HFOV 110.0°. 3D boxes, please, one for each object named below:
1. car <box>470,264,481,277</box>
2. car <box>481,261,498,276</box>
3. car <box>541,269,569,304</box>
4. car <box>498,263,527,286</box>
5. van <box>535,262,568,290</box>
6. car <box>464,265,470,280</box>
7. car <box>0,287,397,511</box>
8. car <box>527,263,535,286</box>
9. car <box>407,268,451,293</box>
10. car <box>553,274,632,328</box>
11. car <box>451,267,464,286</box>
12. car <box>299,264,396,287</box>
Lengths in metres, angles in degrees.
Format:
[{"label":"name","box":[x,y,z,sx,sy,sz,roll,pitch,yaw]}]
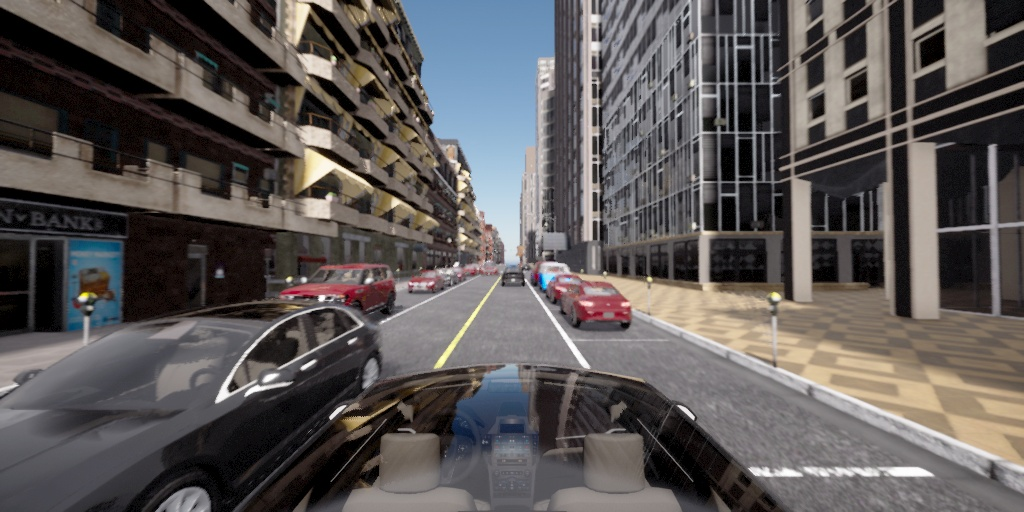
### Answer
[{"label":"car","box":[-5.306,1.808,44.811,1.888,1.381,4.507,0,0,0]},{"label":"car","box":[-2.818,1.627,45.843,2.097,1.767,4.553,0,-1,0]},{"label":"car","box":[2.569,1.509,17.144,1.802,1.307,4.207,0,0,0]},{"label":"car","box":[0.098,1.573,28.962,1.837,1.490,4.892,0,-1,0]},{"label":"van","box":[2.570,1.333,22.677,1.690,1.789,3.998,0,0,0]},{"label":"car","box":[-5.308,1.708,33.740,1.802,1.307,4.207,0,0,0]},{"label":"car","box":[-2.847,1.276,3.552,1.837,1.490,4.892,0,-1,0]},{"label":"car","box":[2.571,1.373,28.212,2.192,1.841,5.009,0,0,0]},{"label":"car","box":[-5.311,1.575,22.669,1.802,1.307,4.207,0,0,0]},{"label":"car","box":[2.568,1.444,11.608,1.802,1.307,4.207,0,0,0]},{"label":"car","box":[-5.310,1.609,28.204,2.007,1.370,4.403,0,0,0]},{"label":"car","box":[-5.313,1.177,11.598,2.192,1.841,5.009,0,0,0]}]
